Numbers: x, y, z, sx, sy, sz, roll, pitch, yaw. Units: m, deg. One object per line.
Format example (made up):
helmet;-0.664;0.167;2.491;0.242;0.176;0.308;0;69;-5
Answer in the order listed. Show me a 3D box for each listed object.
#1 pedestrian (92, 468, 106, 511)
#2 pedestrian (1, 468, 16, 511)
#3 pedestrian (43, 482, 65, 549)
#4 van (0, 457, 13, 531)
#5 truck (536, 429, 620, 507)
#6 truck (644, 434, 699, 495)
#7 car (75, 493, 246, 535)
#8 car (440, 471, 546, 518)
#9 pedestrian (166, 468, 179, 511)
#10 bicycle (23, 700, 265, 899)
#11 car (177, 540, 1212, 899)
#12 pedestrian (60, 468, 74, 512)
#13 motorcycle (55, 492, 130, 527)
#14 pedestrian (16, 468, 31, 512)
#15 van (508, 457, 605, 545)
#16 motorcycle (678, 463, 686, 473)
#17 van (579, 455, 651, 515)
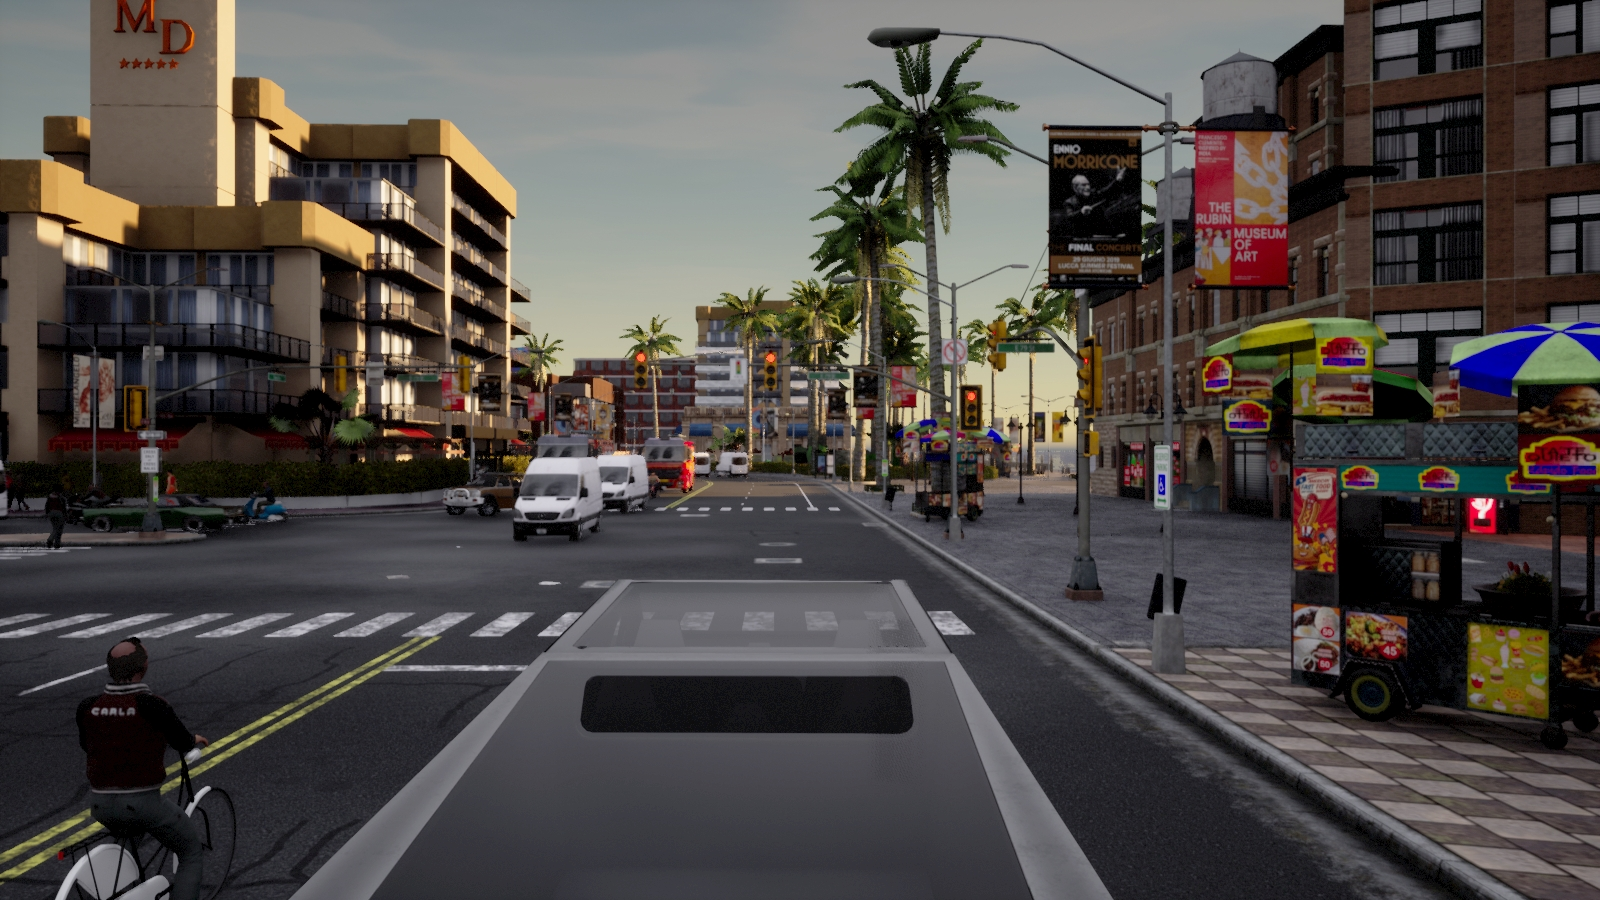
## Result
pedestrian;-30.320;1.695;49.402;0.375;1.860;0.375;0;0;-2
pedestrian;-34.140;1.695;49.276;0.375;1.860;0.375;0;0;-4
pedestrian;-21.003;1.848;32.166;0.375;1.860;0.375;0;0;4
van;-30.765;1.534;39.216;5.915;2.561;1.988;0;0;-7
truck;-11.498;0.889;60.014;2.891;3.827;8.468;0;0;-1
truck;-8.336;0.889;75.233;2.891;3.827;8.468;0;0;-2
car;-21.669;2.154;38.869;4.718;1.301;1.895;0;0;-6
car;-13.127;1.864;49.179;1.932;1.855;4.605;0;0;23
pedestrian;-27.183;1.695;49.515;0.375;1.860;0.375;0;0;-2
bicycle;-3.625;2.210;6.485;0.329;1.171;1.835;0;0;0
car;-0.214;1.753;5.773;2.390;2.098;6.274;0;0;1
pedestrian;-31.378;1.697;48.909;0.375;1.860;0.375;0;0;-4
motorcycle;-26.126;2.204;42.228;2.209;1.251;0.867;0;0;-4
pedestrian;-33.120;1.695;48.723;0.375;1.860;0.375;0;0;-5
van;-7.720;1.533;36.822;1.988;2.561;5.915;0;0;-1
motorcycle;-14.215;2.179;137.647;0.856;1.236;1.805;0;0;-1
van;-8.404;1.533;52.471;1.988;2.561;5.915;0;0;3
